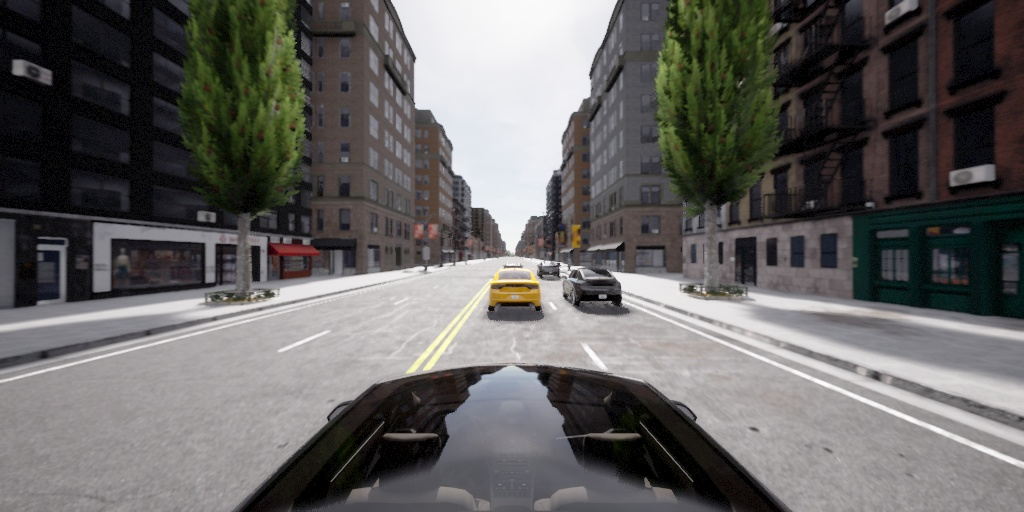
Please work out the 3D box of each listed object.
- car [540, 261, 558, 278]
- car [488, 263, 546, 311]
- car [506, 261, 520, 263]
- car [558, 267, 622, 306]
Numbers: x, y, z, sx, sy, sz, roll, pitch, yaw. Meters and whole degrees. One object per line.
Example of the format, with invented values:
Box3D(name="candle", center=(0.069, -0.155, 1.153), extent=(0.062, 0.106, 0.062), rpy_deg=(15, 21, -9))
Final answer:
Box3D(name="car", center=(3.351, 1.242, 33.455), extent=(2.128, 1.511, 4.902), rpy_deg=(0, 0, 0))
Box3D(name="car", center=(0.102, 1.229, 14.568), extent=(1.882, 1.535, 5.008), rpy_deg=(0, 0, 0))
Box3D(name="car", center=(0.102, 1.242, 33.461), extent=(2.128, 1.511, 4.902), rpy_deg=(0, 0, 0))
Box3D(name="car", center=(3.353, 1.256, 15.674), extent=(1.837, 1.490, 4.892), rpy_deg=(0, 0, 0))
